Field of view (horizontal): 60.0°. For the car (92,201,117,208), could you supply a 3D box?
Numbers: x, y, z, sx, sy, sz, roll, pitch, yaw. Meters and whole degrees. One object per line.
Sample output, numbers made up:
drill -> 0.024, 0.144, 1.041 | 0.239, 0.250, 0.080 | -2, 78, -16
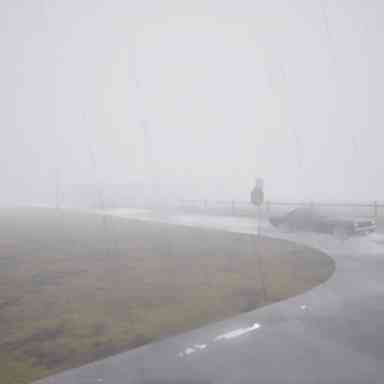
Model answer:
car -> -9.827, 1.312, 37.433 | 1.994, 1.385, 4.181 | -2, 1, -36

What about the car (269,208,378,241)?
car -> 6.082, 1.429, 15.860 | 1.895, 1.301, 4.718 | -2, 1, -36
